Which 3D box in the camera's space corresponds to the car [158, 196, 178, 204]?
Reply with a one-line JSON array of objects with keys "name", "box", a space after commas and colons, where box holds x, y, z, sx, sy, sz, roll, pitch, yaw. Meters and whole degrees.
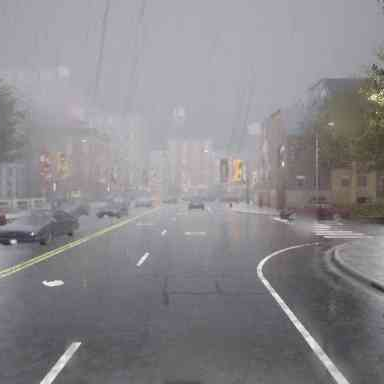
[{"name": "car", "box": [-4.088, 1.503, 61.530, 1.837, 1.490, 4.892, 0, 0, 18]}]

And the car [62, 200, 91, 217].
[{"name": "car", "box": [-10.284, 1.492, 28.956, 2.128, 1.511, 4.902, 0, 0, 1]}]

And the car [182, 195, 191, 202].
[{"name": "car", "box": [-0.190, 1.513, 77.523, 2.033, 1.411, 5.357, 0, 0, 34]}]

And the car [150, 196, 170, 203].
[{"name": "car", "box": [-6.939, 1.595, 72.451, 1.895, 1.301, 4.718, 0, 0, 30]}]

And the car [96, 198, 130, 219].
[{"name": "car", "box": [-6.788, 1.547, 29.149, 2.033, 1.411, 5.357, 0, 0, 1]}]

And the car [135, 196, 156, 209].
[{"name": "car", "box": [-6.481, 1.525, 45.227, 1.812, 1.442, 4.674, 0, 0, 2]}]

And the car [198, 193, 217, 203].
[{"name": "car", "box": [3.473, 1.503, 69.707, 1.837, 1.490, 4.892, -1, -1, 29]}]

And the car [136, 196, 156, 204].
[{"name": "car", "box": [-9.162, 1.520, 67.170, 2.002, 1.452, 4.674, 0, 0, 20]}]

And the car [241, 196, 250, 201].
[{"name": "car", "box": [12.321, 1.552, 80.992, 4.181, 1.385, 1.994, 0, 0, -38]}]

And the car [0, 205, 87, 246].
[{"name": "car", "box": [-6.938, 1.547, 15.616, 2.033, 1.411, 5.357, 0, 0, 0]}]

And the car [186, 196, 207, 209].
[{"name": "car", "box": [0.670, 1.564, 45.704, 1.994, 1.385, 4.181, 0, 0, 2]}]

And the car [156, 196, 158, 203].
[{"name": "car", "box": [-7.112, 1.477, 63.630, 1.882, 1.535, 5.008, 0, 0, 18]}]

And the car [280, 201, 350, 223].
[{"name": "car", "box": [9.235, 1.477, 25.169, 5.008, 1.535, 1.882, 0, 0, 7]}]

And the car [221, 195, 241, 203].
[{"name": "car", "box": [7.965, 1.354, 70.757, 2.097, 1.767, 4.553, 0, 0, 34]}]
